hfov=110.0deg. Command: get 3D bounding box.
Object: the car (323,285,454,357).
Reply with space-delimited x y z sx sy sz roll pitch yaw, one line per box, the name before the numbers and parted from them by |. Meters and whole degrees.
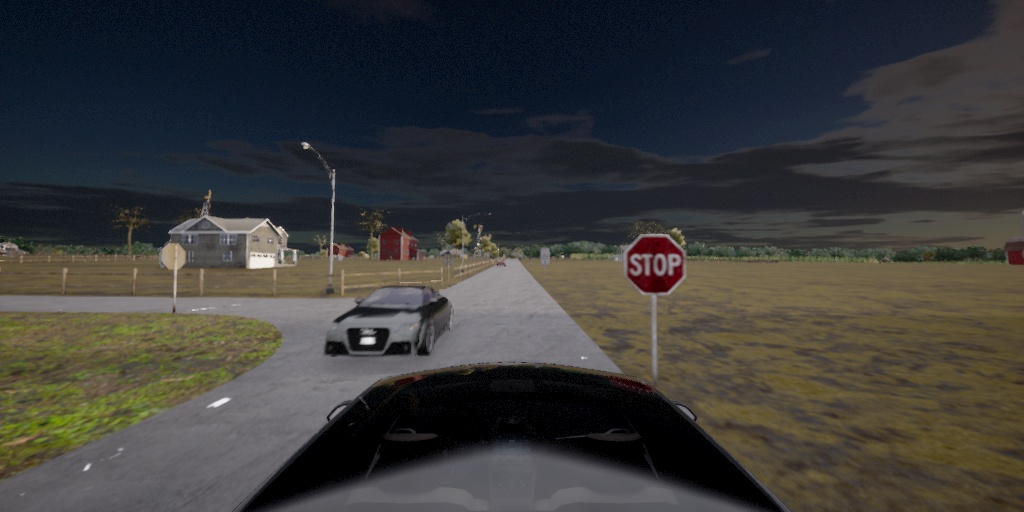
car | -2.663 1.411 8.669 1.994 1.385 4.181 0 0 1
